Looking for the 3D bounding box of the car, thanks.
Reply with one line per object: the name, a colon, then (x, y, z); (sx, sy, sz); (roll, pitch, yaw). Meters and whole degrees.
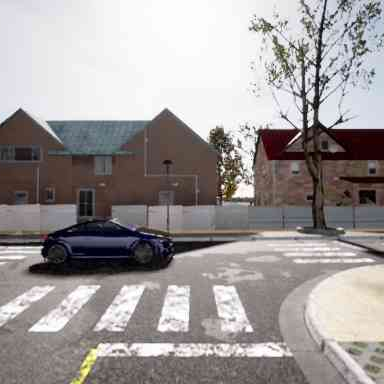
car: (-2.710, 1.564, 11.091); (4.181, 1.385, 1.994); (-1, -1, 0)
